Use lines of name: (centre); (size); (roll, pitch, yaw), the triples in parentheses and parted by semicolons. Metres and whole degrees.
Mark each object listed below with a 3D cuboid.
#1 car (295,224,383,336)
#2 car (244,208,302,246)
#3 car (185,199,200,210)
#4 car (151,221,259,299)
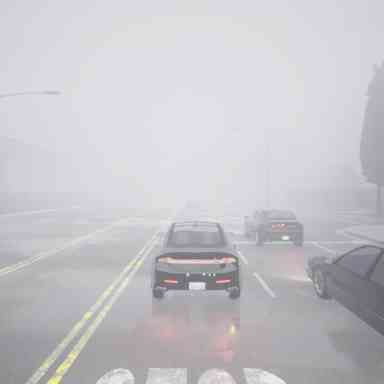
car: (3.593, 1.547, 5.410); (2.033, 1.411, 5.357); (0, 0, 0)
car: (3.579, 1.504, 15.157); (1.837, 1.490, 4.892); (0, 0, 0)
car: (0.038, 1.600, 43.983); (1.895, 1.301, 4.718); (0, 0, 0)
car: (0.089, 1.491, 8.459); (2.128, 1.511, 4.902); (0, 0, 0)
